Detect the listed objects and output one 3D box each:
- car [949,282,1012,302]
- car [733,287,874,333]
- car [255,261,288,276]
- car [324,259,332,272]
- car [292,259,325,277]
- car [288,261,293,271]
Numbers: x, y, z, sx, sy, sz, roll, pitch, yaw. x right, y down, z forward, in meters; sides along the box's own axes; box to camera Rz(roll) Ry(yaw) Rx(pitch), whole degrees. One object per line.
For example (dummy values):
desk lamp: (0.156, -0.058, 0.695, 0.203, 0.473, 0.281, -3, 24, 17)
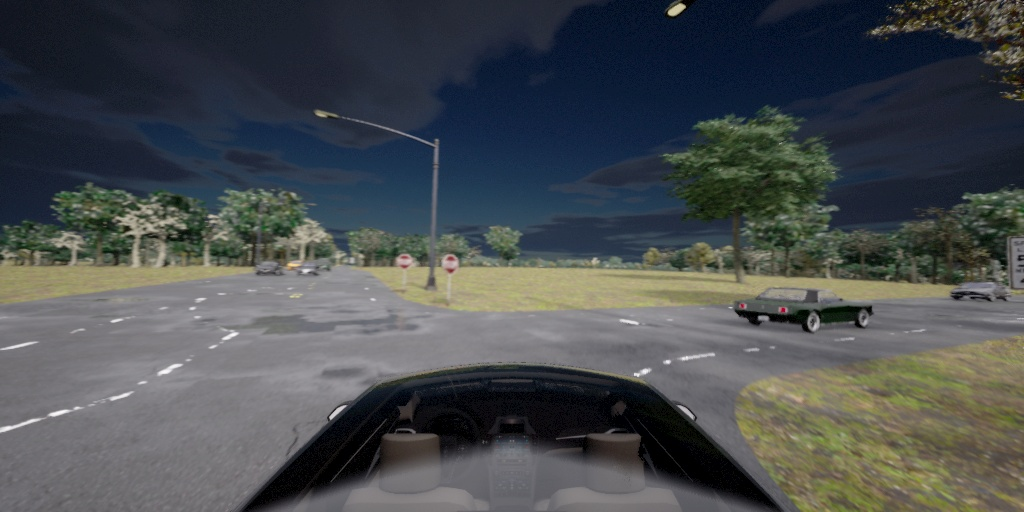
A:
car: (35.565, 2.684, 27.167, 5.357, 1.411, 2.033, 2, -3, -23)
car: (9.823, 1.714, 12.008, 4.718, 1.301, 1.895, 2, -3, -24)
car: (-25.179, 1.289, 37.389, 1.837, 1.490, 4.892, 2, -2, -23)
car: (-29.267, 1.443, 55.530, 2.150, 2.045, 5.566, 2, -2, -24)
car: (-22.088, 1.415, 39.052, 2.128, 1.511, 4.902, 2, -2, -23)
car: (-32.479, 1.493, 54.147, 1.882, 1.535, 5.008, 2, -2, -24)
